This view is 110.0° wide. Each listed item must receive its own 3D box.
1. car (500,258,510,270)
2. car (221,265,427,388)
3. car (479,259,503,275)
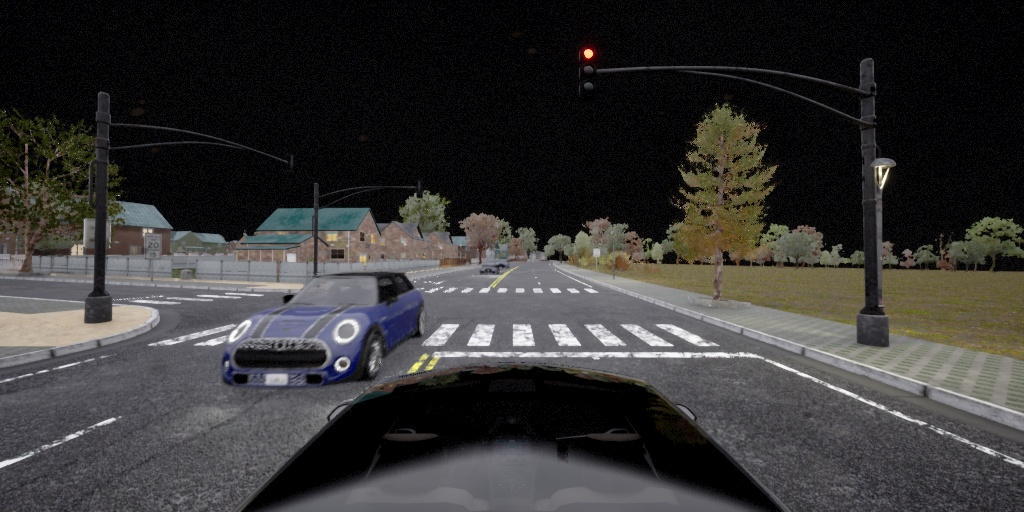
[{"bbox_3d":[-1.524,1.171,56.049,2.097,1.767,4.553,0,0,3],"label":"car"},{"bbox_3d":[-3.214,1.103,7.169,2.097,1.767,4.553,0,0,0],"label":"car"},{"bbox_3d":[-2.390,1.363,39.435,1.994,1.385,4.181,0,0,2],"label":"car"}]
